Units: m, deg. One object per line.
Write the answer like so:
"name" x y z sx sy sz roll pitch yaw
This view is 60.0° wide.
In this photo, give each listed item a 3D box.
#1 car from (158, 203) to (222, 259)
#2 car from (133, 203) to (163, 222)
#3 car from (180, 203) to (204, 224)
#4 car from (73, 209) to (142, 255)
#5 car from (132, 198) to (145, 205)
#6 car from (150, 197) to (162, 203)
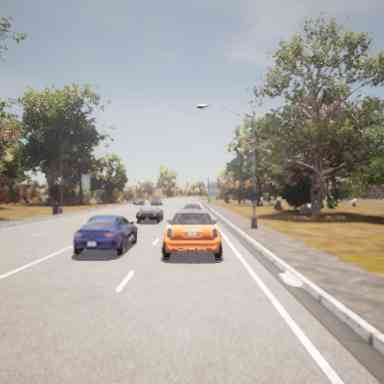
"car" 0.023 1.483 13.424 2.097 1.767 4.553 0 -1 0
"car" -3.477 1.839 28.241 1.895 1.301 4.718 0 0 0
"car" 0.025 1.747 28.495 1.837 1.490 4.892 0 0 0
"car" -3.476 1.661 13.903 1.812 1.442 4.674 0 0 0
"car" -10.495 1.994 65.577 2.128 1.511 4.902 0 0 0
"car" -7.001 1.844 65.300 2.097 1.767 4.553 0 0 0
